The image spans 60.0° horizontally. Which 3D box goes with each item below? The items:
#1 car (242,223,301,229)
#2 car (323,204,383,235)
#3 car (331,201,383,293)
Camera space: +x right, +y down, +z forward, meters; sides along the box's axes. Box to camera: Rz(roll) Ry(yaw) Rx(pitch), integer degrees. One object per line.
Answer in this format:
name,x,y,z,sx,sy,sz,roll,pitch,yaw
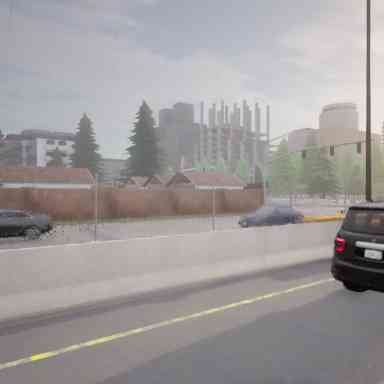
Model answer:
car,4.914,1.525,20.343,4.674,1.442,1.812,0,0,-35
car,9.888,1.525,19.570,4.674,1.442,1.812,0,0,-35
car,5.484,1.223,7.640,5.566,2.045,2.150,0,0,-36
